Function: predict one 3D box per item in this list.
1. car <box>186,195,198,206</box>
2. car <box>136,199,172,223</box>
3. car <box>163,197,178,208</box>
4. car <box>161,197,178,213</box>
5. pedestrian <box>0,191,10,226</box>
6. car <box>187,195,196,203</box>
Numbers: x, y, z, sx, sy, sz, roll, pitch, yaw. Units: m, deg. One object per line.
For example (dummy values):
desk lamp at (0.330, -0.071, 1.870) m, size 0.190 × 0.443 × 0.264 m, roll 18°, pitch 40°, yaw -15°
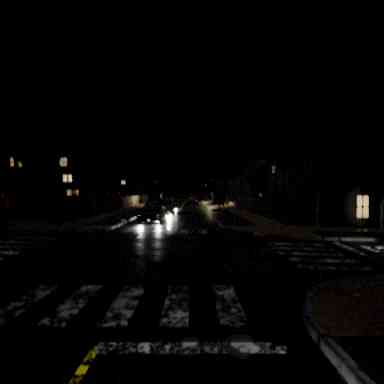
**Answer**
car at (0.008, 1.470, 53.973) m, size 1.994 × 1.385 × 4.181 m, roll 0°, pitch 0°, yaw 0°
car at (-2.910, 1.510, 25.114) m, size 2.033 × 1.411 × 5.357 m, roll 0°, pitch 0°, yaw 0°
car at (-2.916, 1.449, 46.523) m, size 1.812 × 1.442 × 4.674 m, roll 0°, pitch 0°, yaw 0°
car at (-2.906, 1.436, 35.939) m, size 2.128 × 1.511 × 4.902 m, roll 0°, pitch 0°, yaw 0°
pedestrian at (-9.712, 0.842, 17.163) m, size 0.375 × 1.860 × 0.375 m, roll 0°, pitch 0°, yaw 1°
car at (-0.111, 1.358, 66.369) m, size 1.882 × 1.535 × 5.008 m, roll 0°, pitch 0°, yaw 0°
